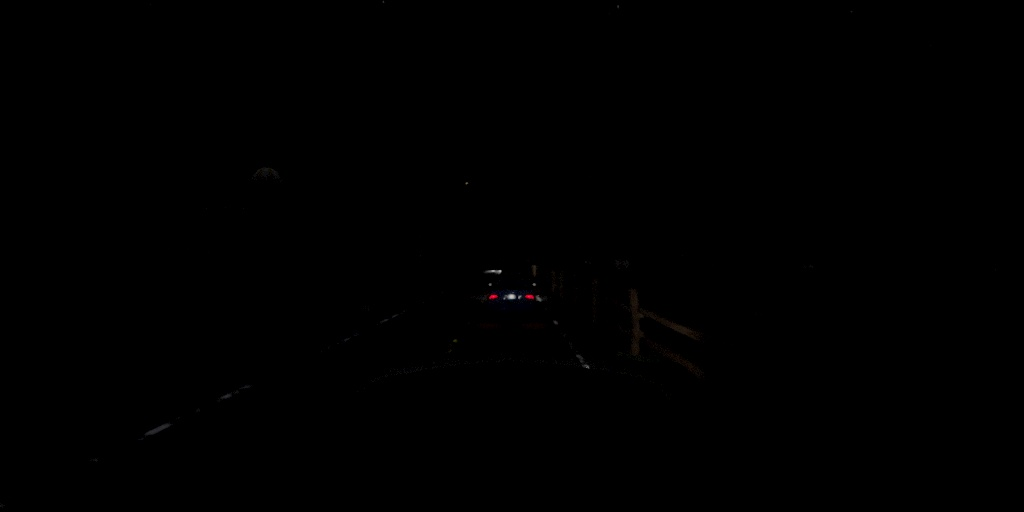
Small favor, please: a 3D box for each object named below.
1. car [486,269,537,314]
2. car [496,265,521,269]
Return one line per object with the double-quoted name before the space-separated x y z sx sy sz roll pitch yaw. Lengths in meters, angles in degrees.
"car" 0.009 1.433 14.406 2.033 1.411 5.357 0 -1 1
"car" 0.026 1.548 30.362 2.128 1.511 4.902 0 0 1
